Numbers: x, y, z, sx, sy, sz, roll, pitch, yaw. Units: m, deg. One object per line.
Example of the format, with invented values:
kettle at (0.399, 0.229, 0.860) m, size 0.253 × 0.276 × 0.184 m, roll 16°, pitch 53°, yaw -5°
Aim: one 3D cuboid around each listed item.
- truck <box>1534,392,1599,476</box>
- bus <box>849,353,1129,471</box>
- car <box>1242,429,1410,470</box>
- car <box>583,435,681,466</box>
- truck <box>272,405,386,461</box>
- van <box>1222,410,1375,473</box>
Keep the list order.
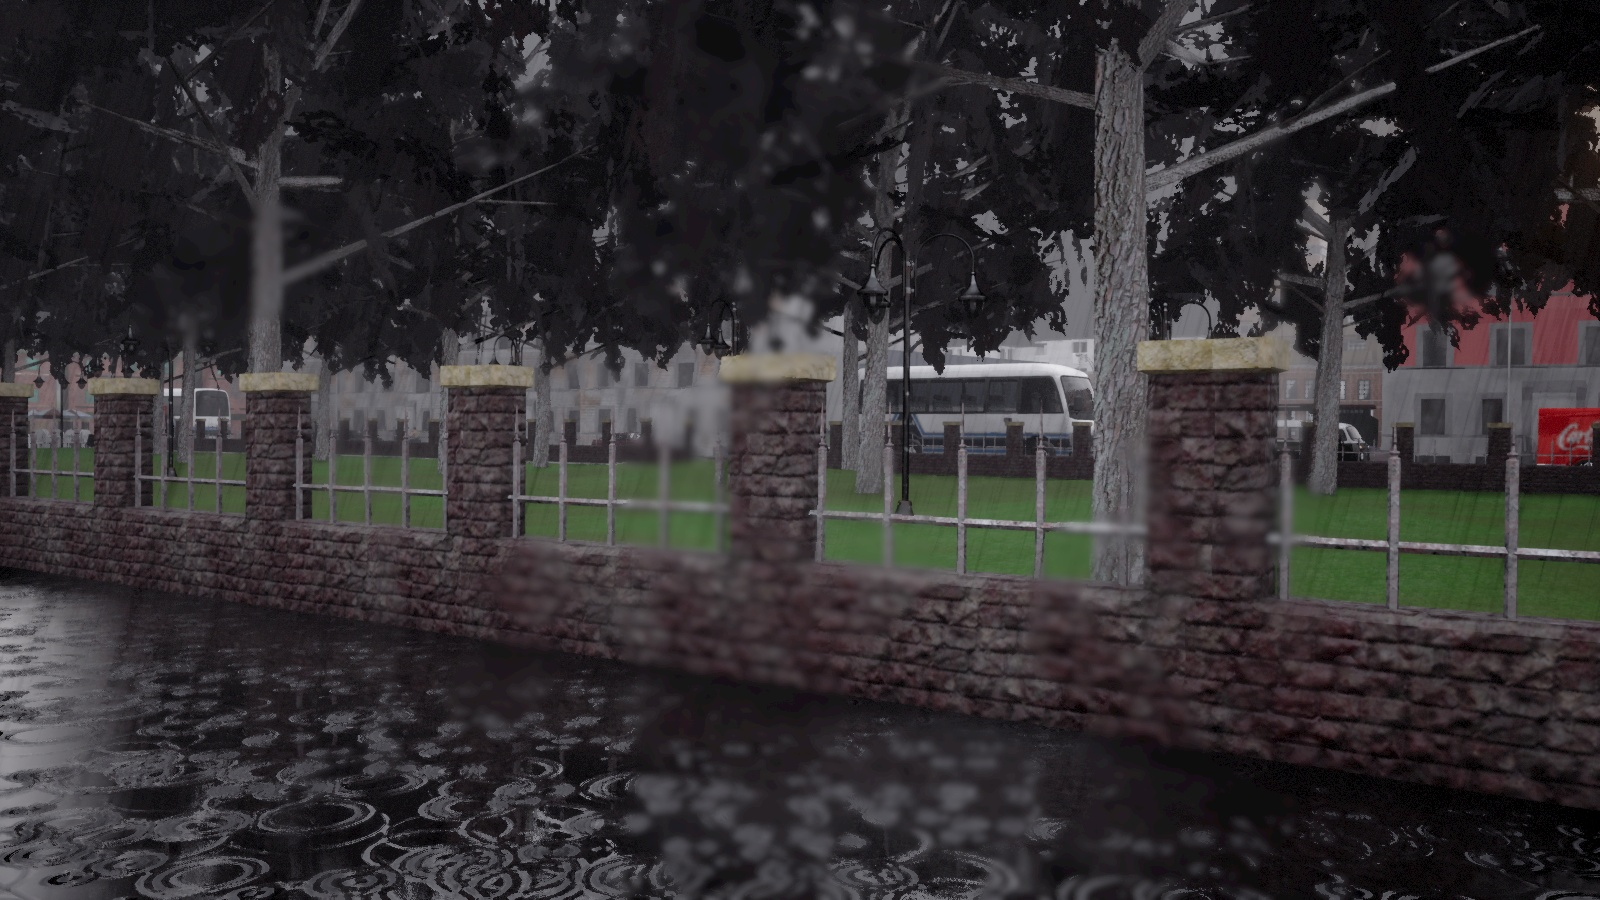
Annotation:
truck at (24.907, -0.489, 37.226) m, size 5.204 × 2.467 × 2.627 m, roll 0°, pitch 1°, yaw 36°
bus at (7.328, -1.390, 49.699) m, size 10.273 × 4.253 × 3.944 m, roll 0°, pitch 1°, yaw 35°
car at (19.283, -0.026, 46.132) m, size 5.357 × 1.411 × 2.033 m, roll 0°, pitch 1°, yaw 35°
car at (-8.153, 0.002, 60.745) m, size 4.674 × 1.442 × 1.812 m, roll 0°, pitch 1°, yaw 35°
truck at (-30.652, -1.087, 81.598) m, size 7.936 × 3.462 × 2.891 m, roll 0°, pitch 1°, yaw 35°
van at (16.983, -0.284, 42.855) m, size 4.480 × 2.038 × 2.069 m, roll 0°, pitch 1°, yaw 35°
